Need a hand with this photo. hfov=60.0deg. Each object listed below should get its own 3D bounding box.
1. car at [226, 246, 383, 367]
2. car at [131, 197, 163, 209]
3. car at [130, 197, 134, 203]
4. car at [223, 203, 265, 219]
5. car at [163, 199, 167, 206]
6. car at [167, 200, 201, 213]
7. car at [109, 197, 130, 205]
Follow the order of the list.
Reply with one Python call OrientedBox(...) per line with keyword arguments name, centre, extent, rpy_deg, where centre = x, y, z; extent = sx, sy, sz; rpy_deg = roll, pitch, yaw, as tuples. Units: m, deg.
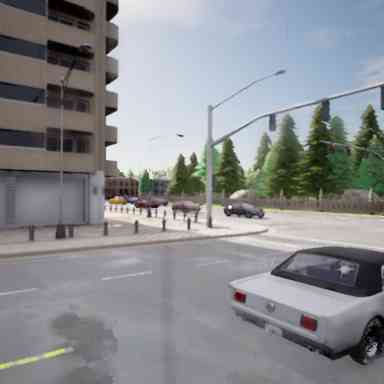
OrientedBox(name="car", centre=(2.949, 1.649, 5.861), extent=(4.718, 1.301, 1.895), rpy_deg=(1, 0, -35))
OrientedBox(name="car", centre=(-6.608, 1.847, 48.802), extent=(1.895, 1.301, 4.718), rpy_deg=(1, 0, -36))
OrientedBox(name="car", centre=(-12.297, 1.831, 69.013), extent=(1.812, 1.442, 4.674), rpy_deg=(1, 0, -36))
OrientedBox(name="car", centre=(5.020, 1.774, 32.603), extent=(1.812, 1.442, 4.674), rpy_deg=(1, 0, -36))
OrientedBox(name="car", centre=(-6.269, 1.855, 60.655), extent=(2.033, 1.411, 5.357), rpy_deg=(1, 0, -36))
OrientedBox(name="car", centre=(-0.760, 1.773, 40.647), extent=(1.812, 1.442, 4.674), rpy_deg=(1, 0, -35))
OrientedBox(name="car", centre=(-14.913, 1.754, 66.666), extent=(1.882, 1.535, 5.008), rpy_deg=(1, 0, -36))
